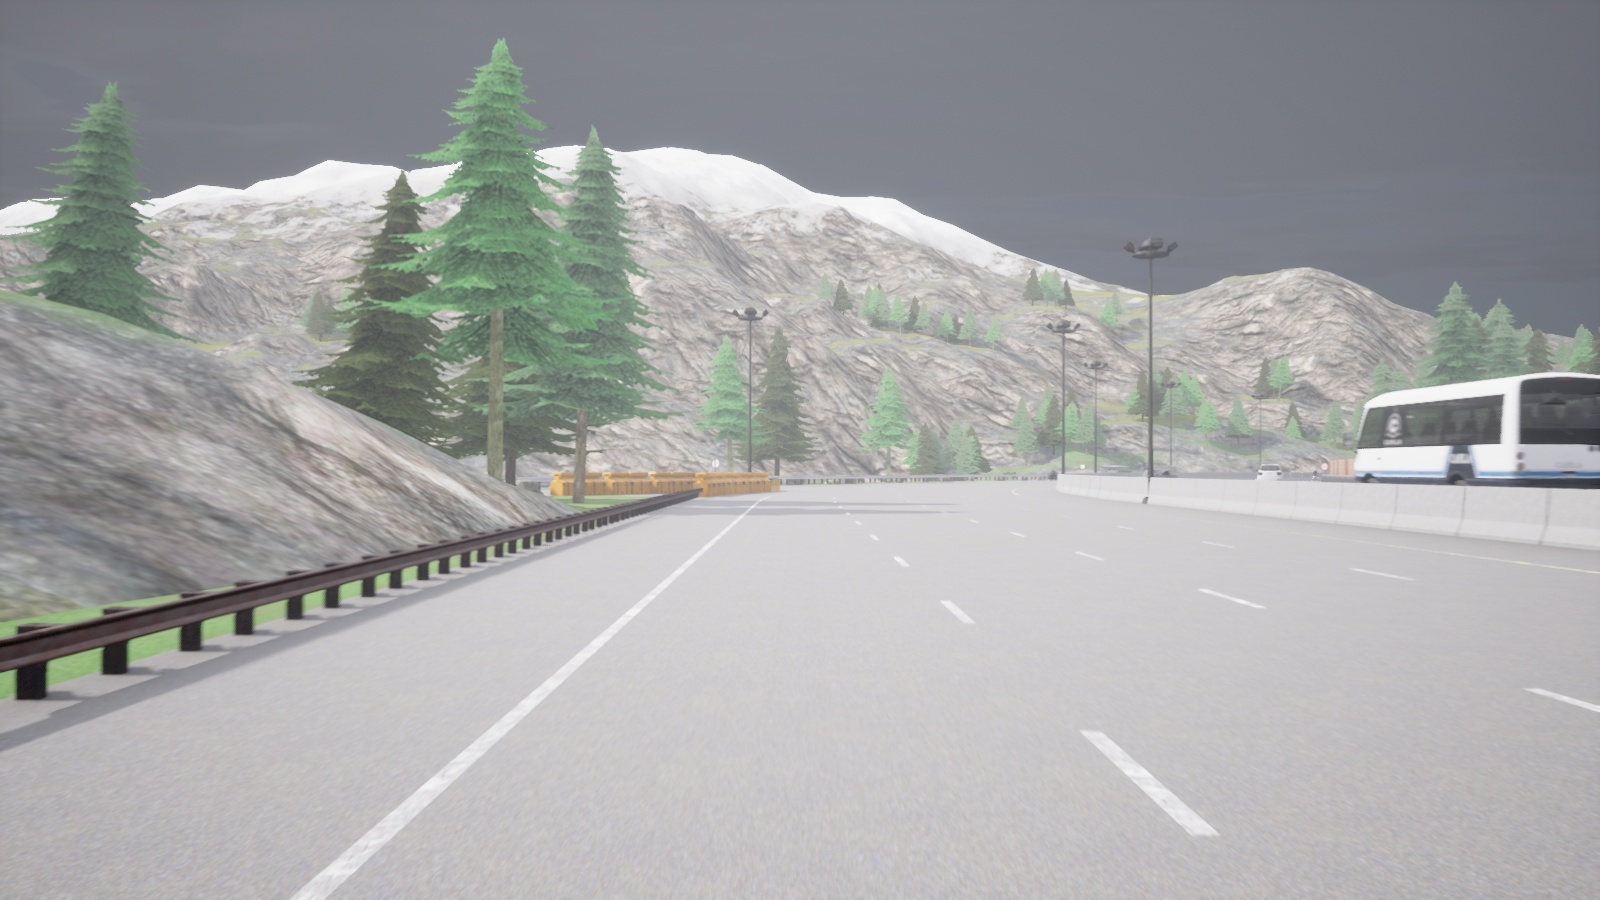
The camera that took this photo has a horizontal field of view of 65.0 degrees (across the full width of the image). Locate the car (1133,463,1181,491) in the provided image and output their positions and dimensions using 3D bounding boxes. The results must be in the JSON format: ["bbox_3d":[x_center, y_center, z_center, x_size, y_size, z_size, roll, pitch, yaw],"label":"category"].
[{"bbox_3d":[22.215,1.677,78.331,2.242,1.667,4.611,0,-1,8],"label":"car"}]

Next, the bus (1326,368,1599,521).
[{"bbox_3d":[20.899,-0.082,39.979,3.944,4.253,10.273,0,-1,0],"label":"bus"}]
